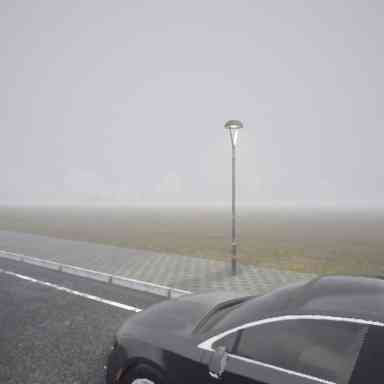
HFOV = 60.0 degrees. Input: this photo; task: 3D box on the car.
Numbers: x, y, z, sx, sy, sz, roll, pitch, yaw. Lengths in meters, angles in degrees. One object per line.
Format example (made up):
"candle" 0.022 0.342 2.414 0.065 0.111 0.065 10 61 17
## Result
"car" 1.342 1.506 2.751 4.892 1.490 1.837 0 0 36
